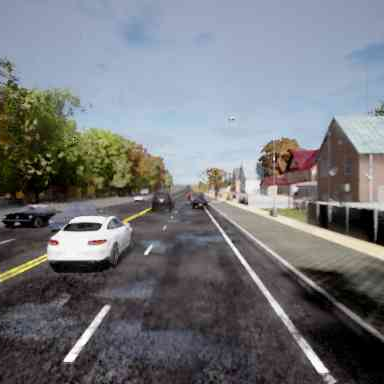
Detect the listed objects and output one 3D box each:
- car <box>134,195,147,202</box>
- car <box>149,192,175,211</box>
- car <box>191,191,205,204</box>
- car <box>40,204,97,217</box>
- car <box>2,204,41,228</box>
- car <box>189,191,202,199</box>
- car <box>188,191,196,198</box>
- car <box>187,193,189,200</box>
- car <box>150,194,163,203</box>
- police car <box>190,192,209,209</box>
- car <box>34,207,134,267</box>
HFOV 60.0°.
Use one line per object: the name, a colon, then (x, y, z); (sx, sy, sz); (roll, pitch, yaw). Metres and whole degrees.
car: (-9.760, 1.196, 62.710); (1.895, 1.301, 4.718); (0, 0, 0)
car: (-3.152, 0.997, 37.085); (2.150, 2.045, 5.566); (0, 1, 0)
car: (0.973, 0.874, 55.837); (2.150, 2.045, 5.566); (0, 0, 0)
car: (-6.598, 1.431, 19.673); (2.033, 1.411, 5.357); (0, 0, 0)
car: (-9.845, 1.476, 20.954); (1.895, 1.301, 4.718); (0, 0, 0)
car: (0.972, 1.043, 49.779); (2.097, 1.767, 4.553); (0, 0, 0)
car: (-0.005, 0.631, 90.942); (2.097, 1.767, 4.553); (0, 0, 0)
car: (-0.003, 0.887, 73.480); (1.882, 1.535, 5.008); (0, 0, 0)
car: (-6.521, 1.137, 60.906); (1.812, 1.442, 4.674); (0, 0, 0)
police car: (0.973, 1.181, 39.919); (1.930, 1.638, 5.238); (0, 0, 0)
car: (-3.151, 1.461, 11.027); (1.812, 1.442, 4.674); (0, 1, 0)
